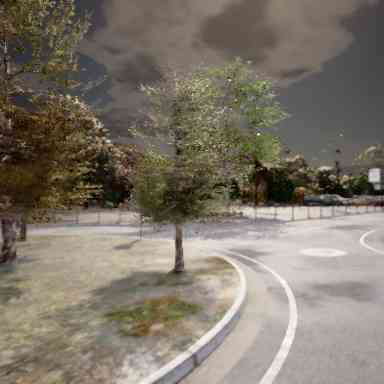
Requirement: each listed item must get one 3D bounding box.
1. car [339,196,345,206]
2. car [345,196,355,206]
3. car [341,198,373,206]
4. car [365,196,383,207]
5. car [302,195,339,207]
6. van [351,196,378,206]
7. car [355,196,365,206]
[{"bbox_3d":[23.945,1.768,59.417,2.231,1.521,4.892,1,-2,-37],"label":"car"},{"bbox_3d":[26.181,1.545,61.095,2.435,2.045,5.566,1,-2,-37],"label":"car"},{"bbox_3d":[32.746,1.943,66.296,1.946,1.575,5.366,2,-2,-37],"label":"car"},{"bbox_3d":[27.493,1.341,46.758,2.185,1.767,4.553,1,-2,-37],"label":"car"},{"bbox_3d":[21.832,1.490,57.790,2.435,2.045,5.566,1,-2,-37],"label":"car"},{"bbox_3d":[35.161,1.776,67.741,1.878,1.987,4.442,2,-2,-37],"label":"van"},{"bbox_3d":[30.620,1.890,64.697,1.946,1.575,5.366,1,-2,-37],"label":"car"}]
